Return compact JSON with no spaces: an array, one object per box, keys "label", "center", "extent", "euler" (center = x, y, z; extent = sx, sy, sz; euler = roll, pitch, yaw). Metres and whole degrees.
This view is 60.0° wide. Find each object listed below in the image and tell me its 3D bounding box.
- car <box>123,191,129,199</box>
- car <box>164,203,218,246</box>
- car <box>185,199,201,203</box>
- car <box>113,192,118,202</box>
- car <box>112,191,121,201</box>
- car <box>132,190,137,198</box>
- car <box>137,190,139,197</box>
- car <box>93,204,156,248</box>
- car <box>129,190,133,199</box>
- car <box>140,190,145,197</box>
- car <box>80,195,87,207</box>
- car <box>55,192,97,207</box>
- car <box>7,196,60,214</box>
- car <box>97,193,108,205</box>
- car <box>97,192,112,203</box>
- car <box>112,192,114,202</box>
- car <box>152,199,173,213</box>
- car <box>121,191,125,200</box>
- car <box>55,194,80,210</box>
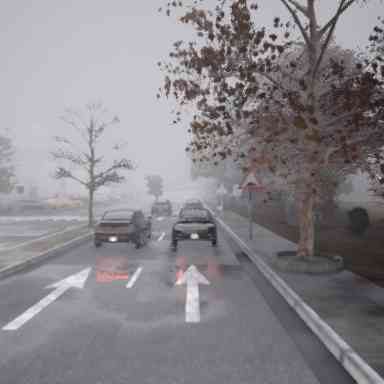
[{"label":"car","center":[-16.813,1.082,71.179],"extent":[5.008,1.535,2.097],"euler":[-1,1,-20]},{"label":"car","center":[0.100,1.466,15.017],"extent":[2.128,1.511,4.902],"euler":[0,0,0]},{"label":"car","center":[0.100,1.444,32.786],"extent":[1.837,1.490,4.892],"euler":[0,0,0]},{"label":"car","center":[-16.828,1.271,62.180],"extent":[4.674,1.452,2.002],"euler":[-1,0,-20]},{"label":"car","center":[-16.856,1.057,65.166],"extent":[4.553,1.767,2.185],"euler":[-1,1,-20]},{"label":"car","center":[-16.793,0.669,80.193],"extent":[5.566,2.045,2.435],"euler":[-1,1,-20]},{"label":"car","center":[-16.638,0.863,83.249],"extent":[5.366,1.575,1.946],"euler":[-1,1,-20]},{"label":"car","center":[-2.900,1.480,14.663],"extent":[1.837,1.490,4.892],"euler":[0,0,0]},{"label":"car","center":[-16.790,1.002,77.195],"extent":[4.792,1.488,2.163],"euler":[-1,1,-20]},{"label":"car","center":[-16.834,0.481,92.161],"extent":[5.566,2.045,2.435],"euler":[-1,1,-20]},{"label":"car","center":[-16.842,1.437,44.155],"extent":[4.674,1.452,2.002],"euler":[-1,0,-20]},{"label":"car","center":[-16.813,1.133,47.173],"extent":[5.566,2.045,2.435],"euler":[-1,0,-20]},{"label":"car","center":[-16.817,1.454,35.158],"extent":[4.792,1.488,2.163],"euler":[-1,0,-20]},{"label":"car","center":[-16.659,1.329,53.228],"extent":[5.366,1.575,1.946],"euler":[-1,0,-20]},{"label":"car","center":[-16.858,1.054,56.153],"extent":[5.566,2.045,2.435],"euler":[-1,1,-20]},{"label":"car","center":[-16.853,1.298,59.155],"extent":[4.792,1.488,2.163],"euler":[-1,1,-20]},{"label":"car","center":[-2.900,1.431,32.701],"extent":[2.128,1.511,4.902],"euler":[0,0,0]},{"label":"car","center":[-16.824,1.174,68.179],"extent":[4.674,1.452,2.002],"euler":[-1,1,-20]},{"label":"car","center":[-17.011,1.409,41.082],"extent":[5.366,1.575,1.946],"euler":[-1,1,-20]}]
